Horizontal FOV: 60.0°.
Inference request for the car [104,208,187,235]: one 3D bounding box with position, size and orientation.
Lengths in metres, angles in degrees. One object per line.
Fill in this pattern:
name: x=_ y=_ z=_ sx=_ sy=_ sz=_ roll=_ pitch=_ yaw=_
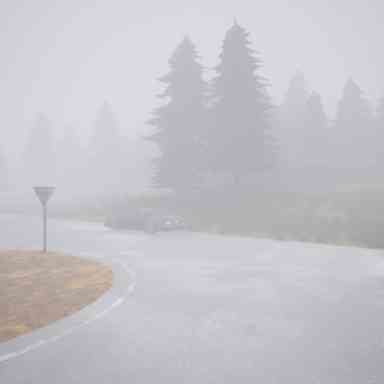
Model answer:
car: x=-2.825 y=1.665 z=19.620 sx=5.357 sy=1.411 sz=2.033 roll=0 pitch=0 yaw=36
